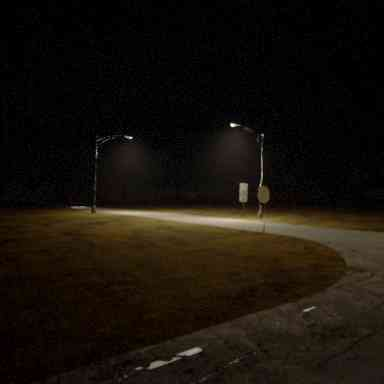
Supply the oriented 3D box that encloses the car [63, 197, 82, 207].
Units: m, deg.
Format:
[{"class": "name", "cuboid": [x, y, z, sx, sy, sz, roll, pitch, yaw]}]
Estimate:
[{"class": "car", "cuboid": [-18.104, 1.493, 50.352, 1.994, 1.385, 4.181, 2, -2, -36]}]
